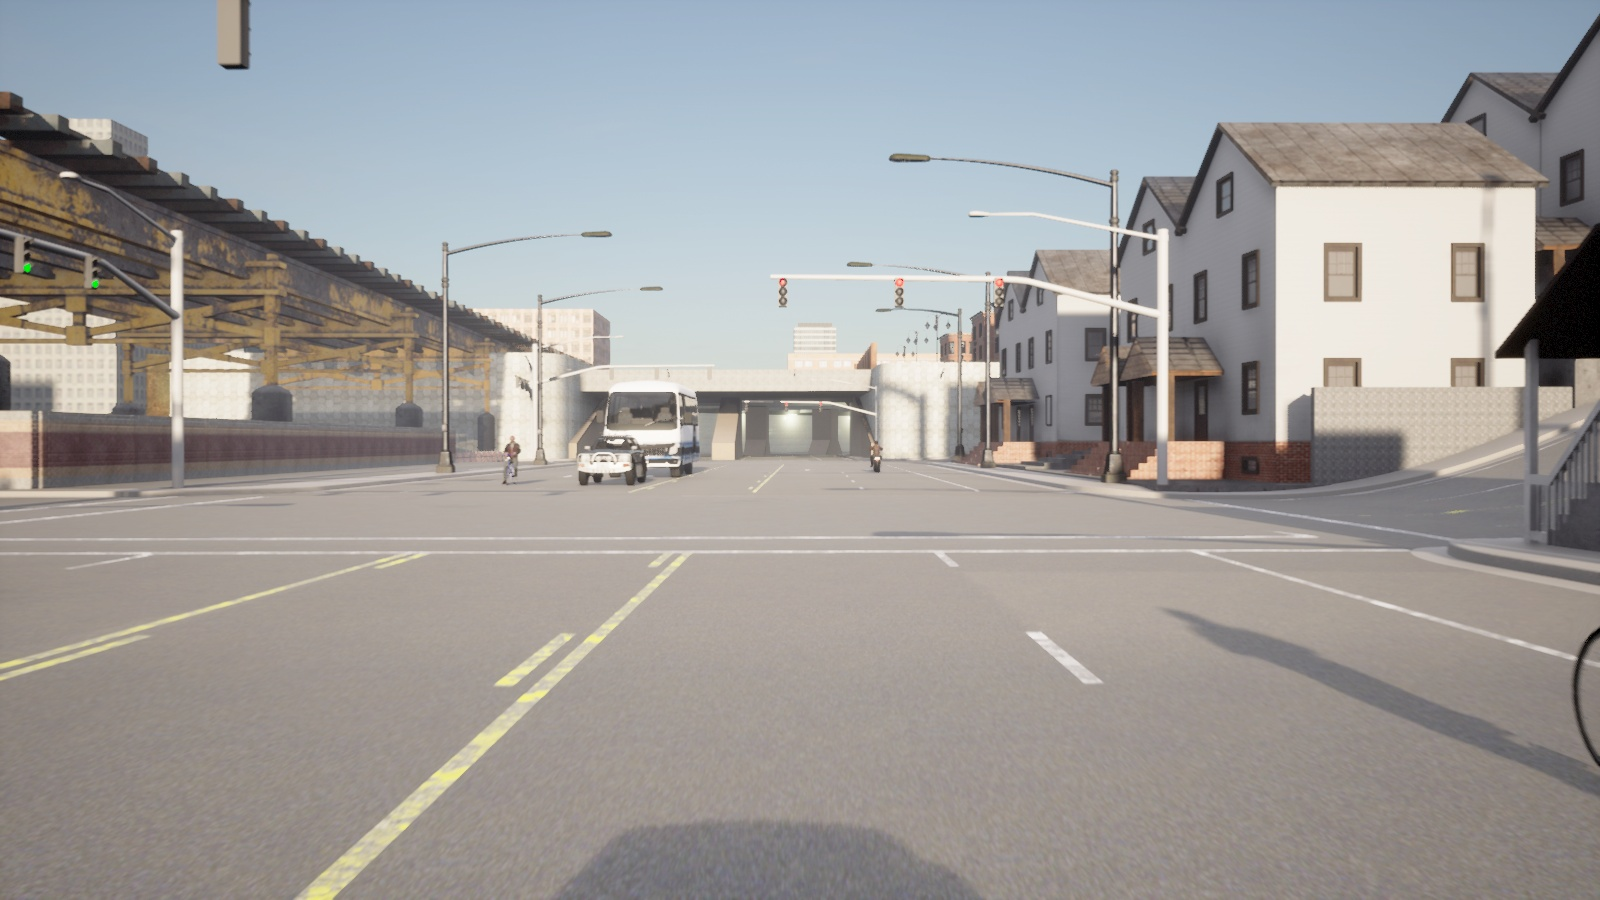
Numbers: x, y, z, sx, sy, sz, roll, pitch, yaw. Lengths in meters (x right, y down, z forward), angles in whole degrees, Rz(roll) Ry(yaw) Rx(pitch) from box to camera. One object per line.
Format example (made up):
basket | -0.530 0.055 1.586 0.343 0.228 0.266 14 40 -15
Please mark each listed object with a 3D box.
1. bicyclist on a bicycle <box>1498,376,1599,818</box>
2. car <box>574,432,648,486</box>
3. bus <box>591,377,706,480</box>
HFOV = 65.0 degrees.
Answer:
bicyclist on a bicycle | 3.543 0.592 4.856 0.659 1.776 1.843 0 1 0
car | -6.717 0.303 45.152 1.932 1.855 4.605 0 0 1
bus | -6.650 -0.957 57.088 3.944 4.253 10.273 0 1 0
